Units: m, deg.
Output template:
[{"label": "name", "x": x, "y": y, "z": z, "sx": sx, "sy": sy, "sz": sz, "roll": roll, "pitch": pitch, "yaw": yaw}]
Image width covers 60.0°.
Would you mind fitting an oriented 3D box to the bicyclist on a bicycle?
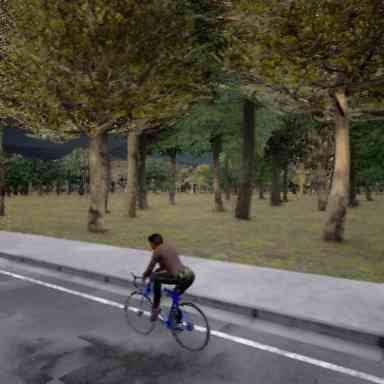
[{"label": "bicyclist on a bicycle", "x": -0.428, "y": 1.451, "z": 4.973, "sx": 1.656, "sy": 1.620, "sz": 0.582, "roll": 0, "pitch": 0, "yaw": 35}]
